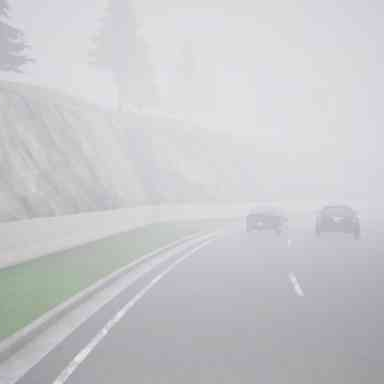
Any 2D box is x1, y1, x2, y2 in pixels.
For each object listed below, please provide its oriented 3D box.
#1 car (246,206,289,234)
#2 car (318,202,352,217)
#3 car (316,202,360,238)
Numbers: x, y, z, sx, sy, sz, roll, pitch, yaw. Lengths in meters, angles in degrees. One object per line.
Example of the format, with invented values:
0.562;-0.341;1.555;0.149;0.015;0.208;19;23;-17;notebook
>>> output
4.642;1.570;20.077;1.882;1.535;5.008;0;0;23;car
15.274;1.781;35.401;1.994;1.385;4.181;0;0;44;car
8.201;1.468;18.789;2.097;1.767;4.553;0;0;23;car
